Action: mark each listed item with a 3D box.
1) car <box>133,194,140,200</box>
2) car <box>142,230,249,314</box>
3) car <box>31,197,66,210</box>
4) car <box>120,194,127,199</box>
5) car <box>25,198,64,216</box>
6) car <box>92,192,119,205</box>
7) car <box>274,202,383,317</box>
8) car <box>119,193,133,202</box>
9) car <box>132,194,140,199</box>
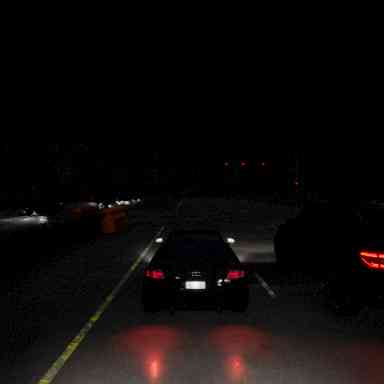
[{"bbox_3d":[-14.420,1.213,80.926,1.837,1.490,4.892,0,0,0],"label":"car"},{"bbox_3d":[0.069,1.563,7.698,1.994,1.385,4.181,0,0,0],"label":"car"},{"bbox_3d":[-17.775,1.438,41.412,2.033,1.411,5.357,0,0,0],"label":"car"},{"bbox_3d":[-19.329,1.181,93.664,1.812,1.442,4.674,0,0,-11],"label":"car"},{"bbox_3d":[-14.223,1.532,32.205,1.895,1.301,4.718,0,0,0],"label":"car"},{"bbox_3d":[-14.345,1.047,55.594,2.150,2.045,5.566,0,0,0],"label":"car"},{"bbox_3d":[3.591,1.221,7.627,2.150,2.045,5.566,0,0,-2],"label":"car"},{"bbox_3d":[-14.340,1.354,70.615,1.895,1.301,4.718,0,0,0],"label":"car"},{"bbox_3d":[-15.271,1.193,90.963,1.812,1.442,4.674,0,0,-7],"label":"car"}]
